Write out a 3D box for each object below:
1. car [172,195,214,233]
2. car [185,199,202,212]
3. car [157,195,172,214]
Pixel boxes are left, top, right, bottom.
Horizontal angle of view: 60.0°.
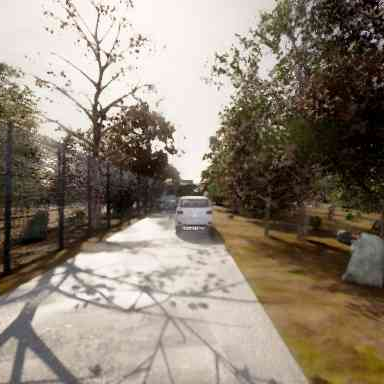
[{"bbox_3d":[0.146,1.284,20.452,2.150,2.045,5.566,0,0,0],"label":"car"},{"bbox_3d":[0.241,1.687,42.502,2.033,1.411,5.357,0,0,0],"label":"car"},{"bbox_3d":[-2.689,1.348,38.113,2.150,2.045,5.566,0,0,1],"label":"car"}]
